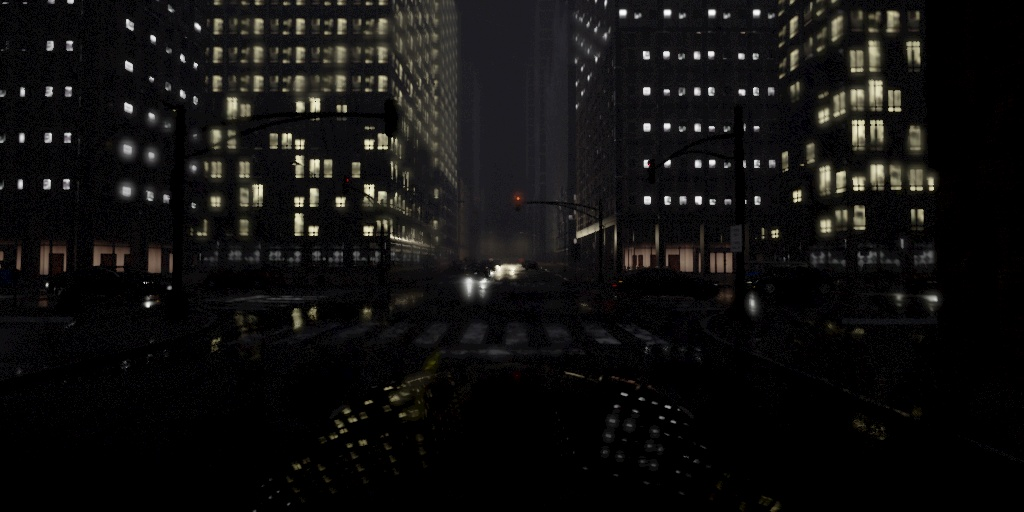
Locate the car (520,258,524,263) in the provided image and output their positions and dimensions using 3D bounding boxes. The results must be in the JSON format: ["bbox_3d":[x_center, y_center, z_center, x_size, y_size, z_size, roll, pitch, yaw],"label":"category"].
[{"bbox_3d":[2.675,1.277,60.143,1.751,1.417,4.829,0,0,0],"label":"car"}]

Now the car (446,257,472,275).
[{"bbox_3d":[-5.700,1.190,37.602,1.967,1.591,4.097,0,0,0],"label":"car"}]

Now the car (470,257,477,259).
[{"bbox_3d":[-5.704,1.066,48.753,2.192,1.841,5.009,0,0,0],"label":"car"}]

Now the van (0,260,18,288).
[{"bbox_3d":[-33.444,1.125,22.196,3.998,1.789,1.690,0,0,0],"label":"van"}]

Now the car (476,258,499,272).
[{"bbox_3d":[-3.110,1.298,46.517,2.033,1.411,5.357,0,0,0],"label":"car"}]

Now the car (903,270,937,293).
[{"bbox_3d":[24.348,1.307,19.503,5.008,1.535,1.882,0,-1,0],"label":"car"}]

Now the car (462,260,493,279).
[{"bbox_3d":[-3.110,1.314,32.813,1.994,1.385,4.181,0,0,0],"label":"car"}]

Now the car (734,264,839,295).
[{"bbox_3d":[14.868,1.315,19.526,4.892,1.490,1.837,0,-1,0],"label":"car"}]

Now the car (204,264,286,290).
[{"bbox_3d":[-16.498,1.248,22.163,4.097,1.591,1.967,0,0,0],"label":"car"}]

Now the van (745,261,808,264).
[{"bbox_3d":[15.975,1.203,22.098,3.998,1.789,1.690,0,0,0],"label":"van"}]

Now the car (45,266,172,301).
[{"bbox_3d":[-18.091,1.186,16.390,4.902,1.511,2.128,0,-1,0],"label":"car"}]

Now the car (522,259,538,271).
[{"bbox_3d":[2.677,1.333,48.817,1.802,1.307,4.207,0,0,0],"label":"car"}]

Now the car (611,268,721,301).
[{"bbox_3d":[7.045,1.267,16.659,4.674,1.442,1.812,0,0,12],"label":"car"}]
